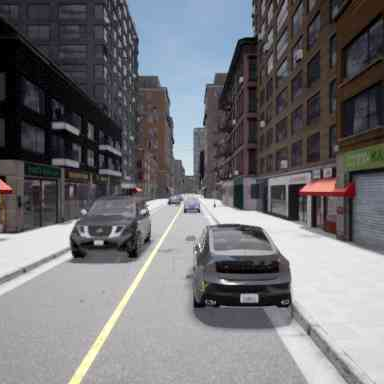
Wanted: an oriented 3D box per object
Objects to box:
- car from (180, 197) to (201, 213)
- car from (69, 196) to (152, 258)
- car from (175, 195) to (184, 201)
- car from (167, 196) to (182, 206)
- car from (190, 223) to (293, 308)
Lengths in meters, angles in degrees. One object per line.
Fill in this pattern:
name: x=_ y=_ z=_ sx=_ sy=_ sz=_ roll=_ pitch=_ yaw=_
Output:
car: x=0.008 y=1.512 z=37.051 sx=2.033 sy=1.411 sz=5.357 roll=0 pitch=0 yaw=0
car: x=-2.877 y=1.213 z=13.009 sx=2.150 sy=2.045 sz=5.566 roll=0 pitch=0 yaw=0
car: x=-2.907 y=1.492 z=79.851 sx=1.895 sy=1.301 sz=4.718 roll=0 pitch=0 yaw=0
car: x=-2.945 y=1.502 z=54.550 sx=1.994 sy=1.385 sz=4.181 roll=0 pitch=0 yaw=0
car: x=0.941 y=1.502 z=7.894 sx=1.837 sy=1.490 sz=4.892 roll=0 pitch=0 yaw=0
